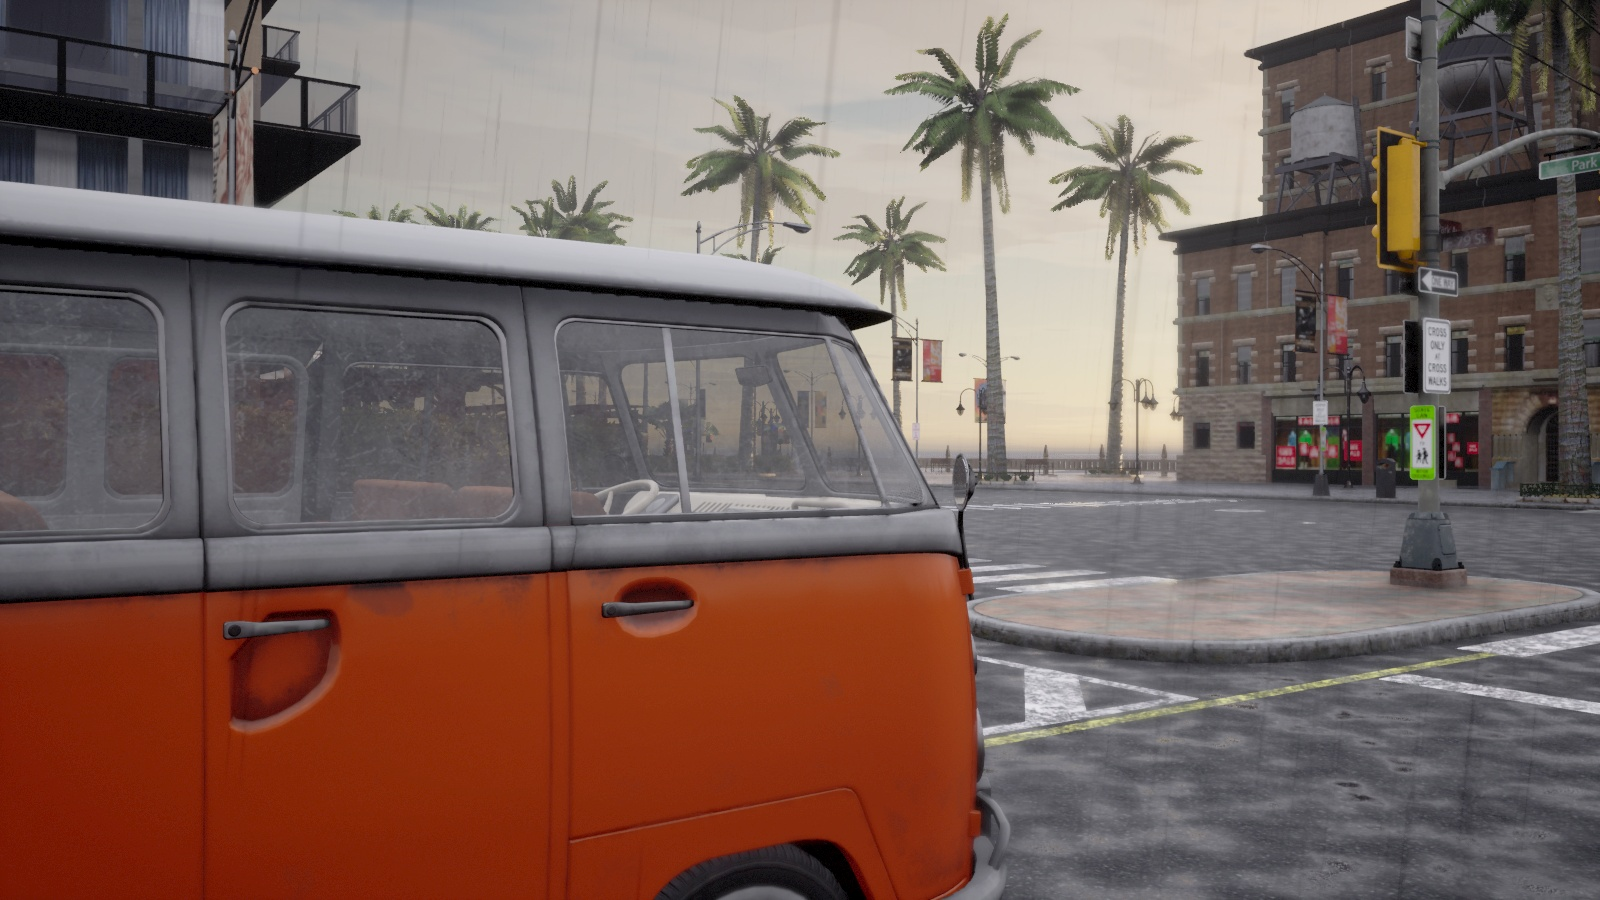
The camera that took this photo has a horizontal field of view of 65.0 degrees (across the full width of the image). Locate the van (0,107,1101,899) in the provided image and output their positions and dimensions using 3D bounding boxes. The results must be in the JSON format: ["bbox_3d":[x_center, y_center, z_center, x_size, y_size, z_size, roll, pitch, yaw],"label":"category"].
[{"bbox_3d":[-1.588,0.507,2.554,4.442,1.987,1.775,0,0,-35],"label":"van"}]
